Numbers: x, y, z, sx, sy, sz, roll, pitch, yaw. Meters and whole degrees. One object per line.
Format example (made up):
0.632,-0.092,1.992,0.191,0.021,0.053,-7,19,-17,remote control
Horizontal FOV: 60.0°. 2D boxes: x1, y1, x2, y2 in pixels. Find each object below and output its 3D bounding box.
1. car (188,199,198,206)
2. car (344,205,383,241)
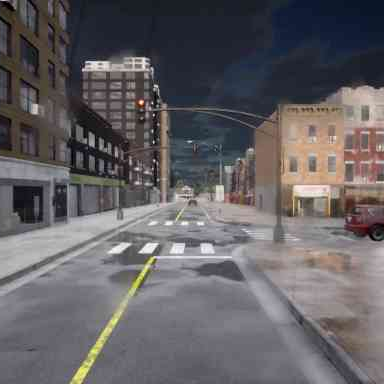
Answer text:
0.154,2.204,72.477,1.837,1.490,4.892,0,-1,0,car
10.843,1.642,17.854,5.009,1.841,2.192,1,-1,0,car
